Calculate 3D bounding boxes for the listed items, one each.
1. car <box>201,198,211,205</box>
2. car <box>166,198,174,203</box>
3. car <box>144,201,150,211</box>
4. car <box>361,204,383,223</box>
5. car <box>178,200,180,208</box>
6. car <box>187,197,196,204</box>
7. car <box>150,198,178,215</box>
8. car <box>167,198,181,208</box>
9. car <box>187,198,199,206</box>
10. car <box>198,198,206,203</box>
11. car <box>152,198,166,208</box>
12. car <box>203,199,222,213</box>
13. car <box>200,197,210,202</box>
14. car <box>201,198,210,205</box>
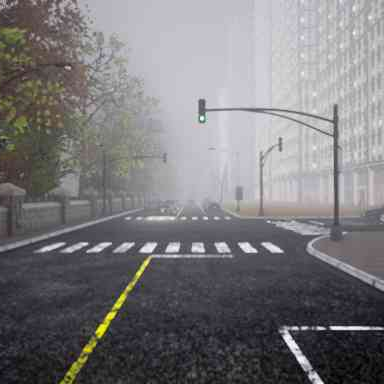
[{"bbox_3d":[2.681,1.910,46.711,1.947,1.339,4.313,0,0,0],"label":"car"},{"bbox_3d":[-5.708,2.212,86.134,1.887,1.381,4.507,0,0,0],"label":"car"},{"bbox_3d":[-5.699,1.926,46.709,1.802,1.307,4.206,0,0,0],"label":"car"},{"bbox_3d":[14.949,1.404,24.296,4.892,1.490,1.837,-1,-1,0],"label":"car"},{"bbox_3d":[-3.107,1.856,47.592,1.837,1.490,4.892,0,0,0],"label":"car"},{"bbox_3d":[-0.017,2.015,78.364,2.033,1.411,5.357,0,0,0],"label":"car"},{"bbox_3d":[-3.109,1.767,37.774,2.128,1.511,4.902,0,0,0],"label":"car"},{"bbox_3d":[-3.089,1.925,58.259,2.128,1.511,4.902,0,0,0],"label":"car"},{"bbox_3d":[-0.015,2.046,68.780,1.812,1.442,4.674,0,0,0],"label":"car"},{"bbox_3d":[2.672,2.266,91.768,2.008,1.369,4.403,0,0,0],"label":"car"},{"bbox_3d":[-5.701,1.873,57.975,1.967,1.590,4.097,0,0,0],"label":"car"},{"bbox_3d":[2.682,1.866,41.078,1.947,1.339,4.313,0,0,0],"label":"car"},{"bbox_3d":[2.680,1.954,52.343,1.947,1.339,4.313,0,0,0],"label":"car"},{"bbox_3d":[3.133,2.109,76.389,1.812,1.442,4.674,0,0,0],"label":"car"}]
